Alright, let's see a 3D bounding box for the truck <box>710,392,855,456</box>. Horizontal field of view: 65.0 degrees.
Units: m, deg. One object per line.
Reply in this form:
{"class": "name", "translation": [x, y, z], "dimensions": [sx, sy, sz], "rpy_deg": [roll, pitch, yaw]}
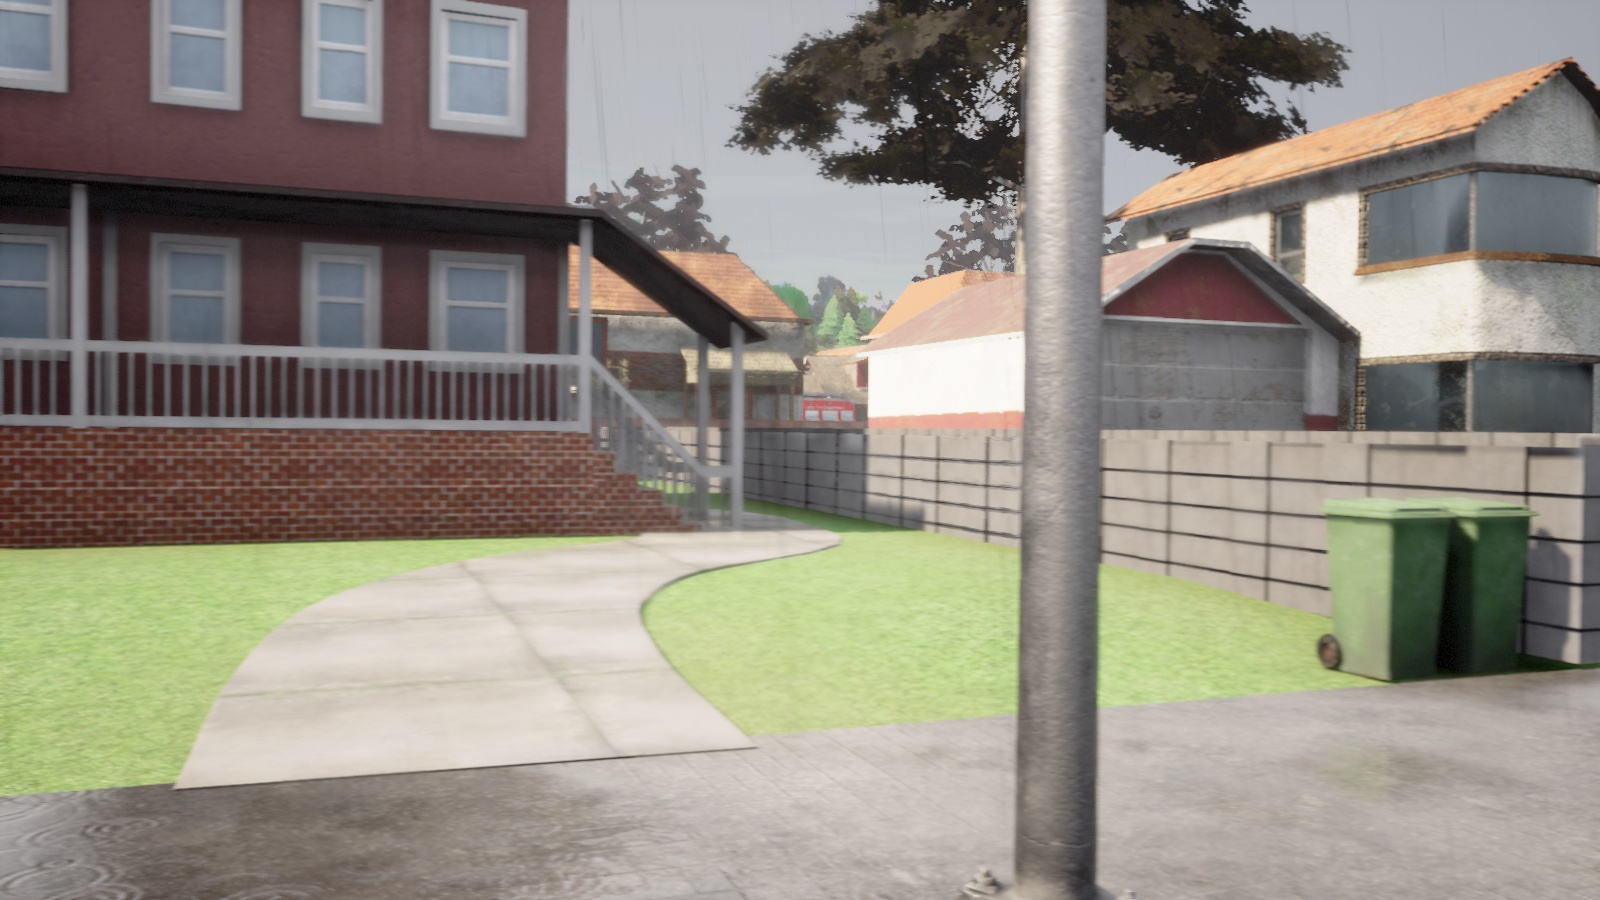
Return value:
{"class": "truck", "translation": [-1.089, -1.627, 78.177], "dimensions": [8.468, 3.827, 2.891], "rpy_deg": [-1, 1, -21]}
